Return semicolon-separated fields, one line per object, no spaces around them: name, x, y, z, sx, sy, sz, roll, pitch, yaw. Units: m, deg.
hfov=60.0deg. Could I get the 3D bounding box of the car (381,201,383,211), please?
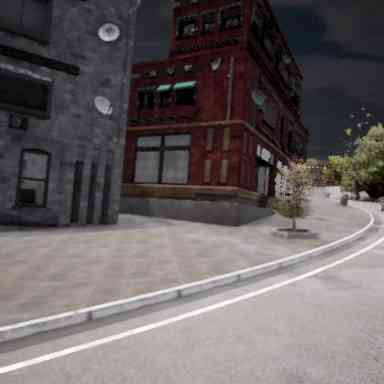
car;19.432;1.285;31.703;1.837;1.490;4.892;3;2;19
